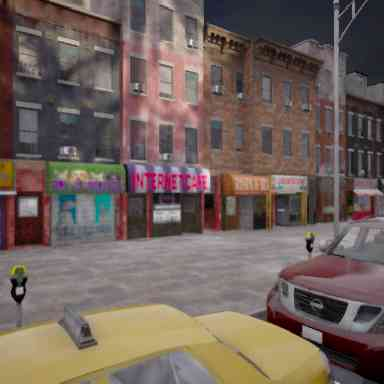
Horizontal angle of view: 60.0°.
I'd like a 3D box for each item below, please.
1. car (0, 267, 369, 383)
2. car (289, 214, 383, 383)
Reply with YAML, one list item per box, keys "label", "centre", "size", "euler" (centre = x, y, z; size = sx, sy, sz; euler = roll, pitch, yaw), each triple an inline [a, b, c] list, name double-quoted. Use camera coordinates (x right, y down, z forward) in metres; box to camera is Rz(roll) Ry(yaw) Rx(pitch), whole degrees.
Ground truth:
- label: "car"
  centre: [-1.003, 1.524, 2.112]
  size: [4.829, 1.417, 1.752]
  euler: [0, 0, -35]
- label: "car"
  centre: [3.422, 1.314, 5.273]
  size: [5.009, 1.841, 2.192]
  euler: [0, 0, -35]
